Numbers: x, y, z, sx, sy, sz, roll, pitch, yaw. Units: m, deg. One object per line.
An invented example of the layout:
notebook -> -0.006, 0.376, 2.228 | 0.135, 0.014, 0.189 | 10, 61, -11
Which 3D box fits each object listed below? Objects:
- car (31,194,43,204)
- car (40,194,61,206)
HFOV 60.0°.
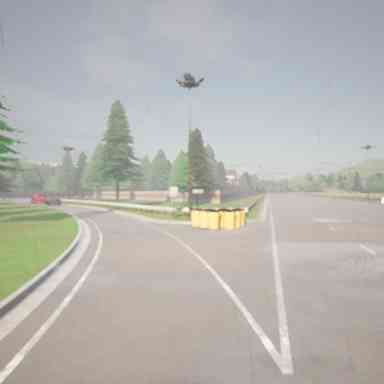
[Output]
car -> -30.536, 1.336, 66.459 | 2.150, 2.045, 5.566 | 0, 0, -37
car -> -24.329, 1.642, 58.130 | 2.128, 1.511, 4.902 | 0, 0, -37
